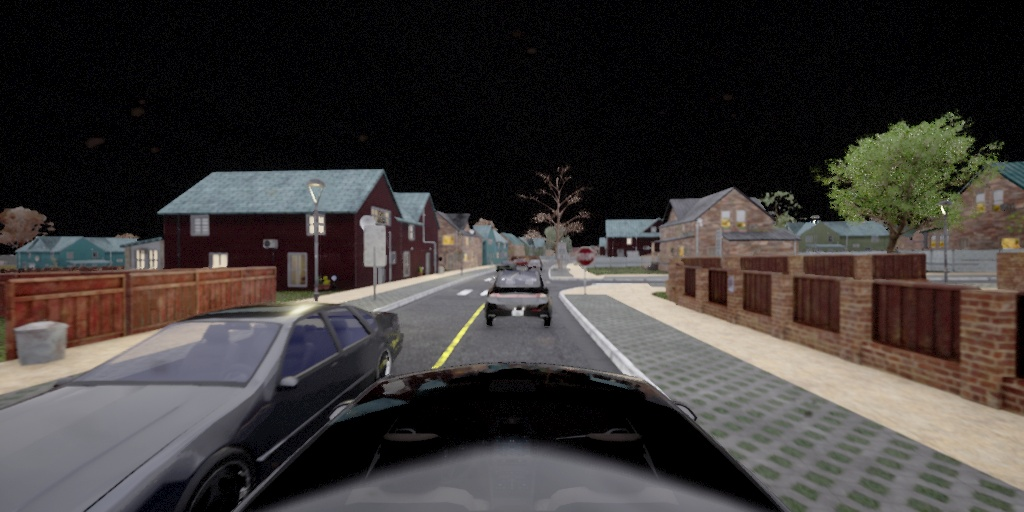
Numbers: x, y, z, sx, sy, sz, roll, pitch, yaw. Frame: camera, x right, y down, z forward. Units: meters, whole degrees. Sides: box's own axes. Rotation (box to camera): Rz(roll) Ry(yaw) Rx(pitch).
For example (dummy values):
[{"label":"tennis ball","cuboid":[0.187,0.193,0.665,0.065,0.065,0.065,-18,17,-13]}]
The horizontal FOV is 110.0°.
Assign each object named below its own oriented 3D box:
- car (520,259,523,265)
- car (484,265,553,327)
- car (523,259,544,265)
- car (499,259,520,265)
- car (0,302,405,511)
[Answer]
[{"label":"car","cuboid":[1.535,1.111,55.753,1.895,1.301,4.718,0,0,9]},{"label":"car","cuboid":[0.241,1.200,11.366,2.128,1.511,4.902,0,0,2]},{"label":"car","cuboid":[3.011,1.107,45.572,2.033,1.411,5.357,0,0,7]},{"label":"car","cuboid":[-0.620,1.180,39.904,1.895,1.301,4.718,0,0,6]},{"label":"car","cuboid":[-2.799,1.286,4.027,2.033,1.411,5.357,0,0,0]}]
